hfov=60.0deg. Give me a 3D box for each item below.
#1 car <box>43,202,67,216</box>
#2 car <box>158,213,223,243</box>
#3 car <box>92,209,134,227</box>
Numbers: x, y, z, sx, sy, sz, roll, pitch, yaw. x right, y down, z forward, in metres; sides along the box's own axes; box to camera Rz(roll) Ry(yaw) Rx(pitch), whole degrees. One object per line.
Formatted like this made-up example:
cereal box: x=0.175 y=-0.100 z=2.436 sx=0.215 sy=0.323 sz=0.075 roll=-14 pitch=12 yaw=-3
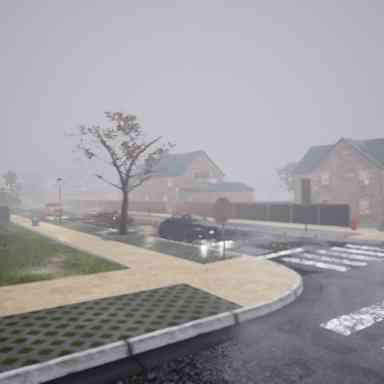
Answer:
car: x=-17.677 y=2.133 z=42.819 sx=2.097 sy=1.767 sz=4.553 roll=-2 pitch=0 yaw=-35
car: x=-0.183 y=1.895 z=18.502 sx=1.994 sy=1.385 sz=4.181 roll=-2 pitch=0 yaw=-36
car: x=-6.528 y=2.096 z=27.290 sx=1.895 sy=1.301 sz=4.718 roll=-2 pitch=0 yaw=-36
